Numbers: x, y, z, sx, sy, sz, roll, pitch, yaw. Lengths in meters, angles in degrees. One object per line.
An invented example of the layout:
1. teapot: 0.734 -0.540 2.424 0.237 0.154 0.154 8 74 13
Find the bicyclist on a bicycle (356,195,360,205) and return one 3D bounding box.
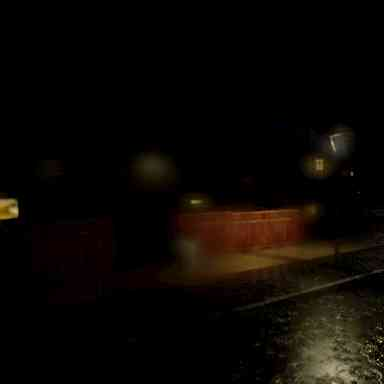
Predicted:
1. bicyclist on a bicycle: 23.336 1.172 46.685 0.582 1.620 1.656 0 3 39
